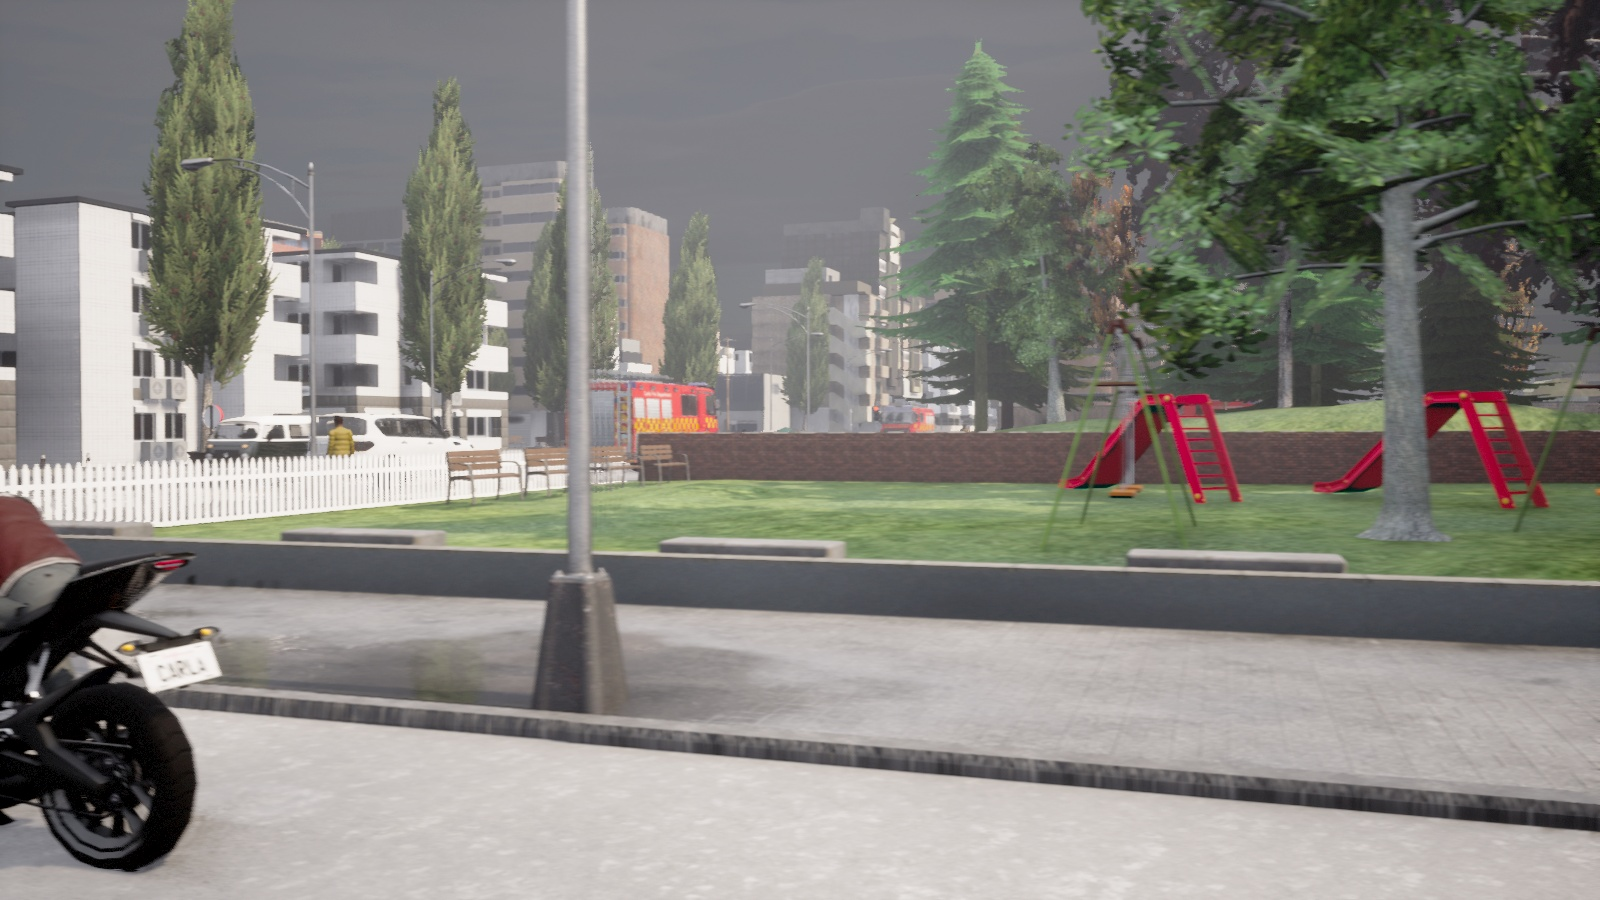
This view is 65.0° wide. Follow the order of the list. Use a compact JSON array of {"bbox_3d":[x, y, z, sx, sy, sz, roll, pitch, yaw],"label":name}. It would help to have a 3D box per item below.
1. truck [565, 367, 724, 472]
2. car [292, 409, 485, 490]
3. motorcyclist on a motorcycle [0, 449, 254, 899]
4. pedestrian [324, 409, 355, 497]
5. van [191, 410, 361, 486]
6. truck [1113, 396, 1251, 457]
[{"bbox_3d":[-5.987,-1.176,50.115,2.891,3.827,8.468,1,1,19],"label":"truck"},{"bbox_3d":[-11.204,-0.066,34.748,2.150,2.045,5.566,1,1,19],"label":"car"},{"bbox_3d":[-3.306,0.769,4.834,2.191,1.530,0.866,1,1,19],"label":"motorcyclist on a motorcycle"},{"bbox_3d":[-9.824,0.060,26.796,0.431,1.840,0.709,0,1,-38],"label":"pedestrian"},{"bbox_3d":[-14.952,-0.100,36.153,2.069,2.038,4.480,1,1,19],"label":"van"},{"bbox_3d":[24.907,-1.560,82.046,8.468,3.827,2.891,1,1,19],"label":"truck"}]
